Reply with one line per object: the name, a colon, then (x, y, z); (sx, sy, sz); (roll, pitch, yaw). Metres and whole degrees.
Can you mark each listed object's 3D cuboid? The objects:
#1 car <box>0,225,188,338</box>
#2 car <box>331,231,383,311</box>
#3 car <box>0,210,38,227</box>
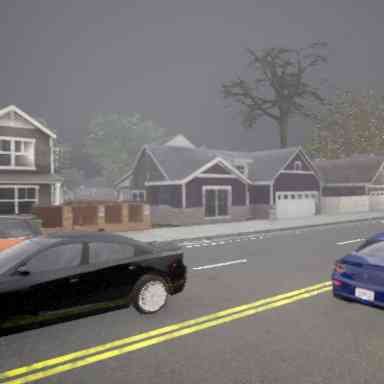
car: (-2.420, 1.473, 5.952); (5.008, 1.535, 1.882); (0, 0, -35)
car: (4.703, 1.489, 6.792); (4.674, 1.442, 1.812); (-1, 0, -36)
car: (-5.598, 1.352, 7.678); (4.553, 1.767, 2.097); (0, 0, -36)
